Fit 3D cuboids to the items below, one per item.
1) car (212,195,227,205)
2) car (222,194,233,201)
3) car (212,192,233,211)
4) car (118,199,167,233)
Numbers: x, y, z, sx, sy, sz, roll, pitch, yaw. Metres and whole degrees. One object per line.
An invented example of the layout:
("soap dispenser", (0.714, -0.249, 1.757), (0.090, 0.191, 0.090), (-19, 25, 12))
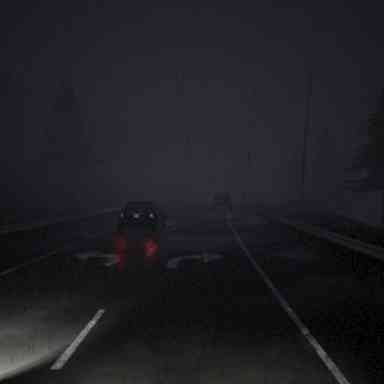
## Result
("car", (4.628, 1.301, 54.727), (2.033, 1.411, 5.357), (0, 0, 10))
("car", (7.647, 1.130, 70.862), (1.895, 1.301, 4.718), (0, 0, 11))
("car", (3.525, 1.053, 38.160), (2.150, 2.045, 5.566), (0, 0, 7))
("car", (-2.744, 1.261, 19.280), (2.097, 1.767, 4.553), (0, 0, 3))
